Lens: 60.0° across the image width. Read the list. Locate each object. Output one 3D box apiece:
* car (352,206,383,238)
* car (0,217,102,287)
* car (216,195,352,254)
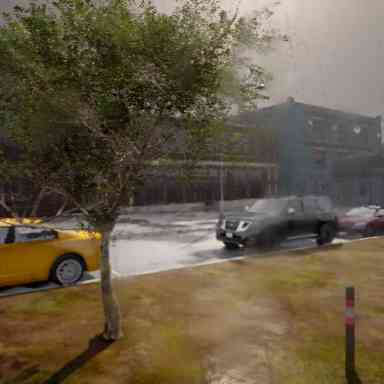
[{"bbox_3d":[9.056,1.468,17.172,4.674,1.452,2.002,0,0,-35],"label":"car"},{"bbox_3d":[-4.460,1.362,7.486,5.008,1.535,2.097,0,0,-33],"label":"car"},{"bbox_3d":[3.575,1.169,13.243,5.566,2.045,2.435,0,0,-35],"label":"car"}]
